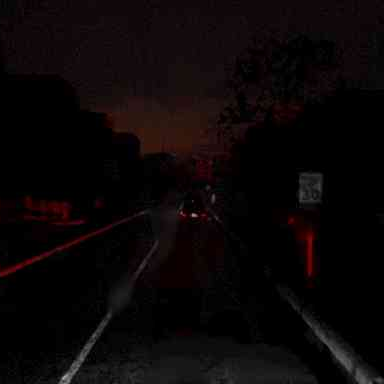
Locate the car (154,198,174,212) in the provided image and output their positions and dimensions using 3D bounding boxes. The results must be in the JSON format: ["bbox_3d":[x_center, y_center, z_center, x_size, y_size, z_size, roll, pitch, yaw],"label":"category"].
[{"bbox_3d":[-3.092,1.442,37.077,1.837,1.490,4.892,0,0,0],"label":"car"}]

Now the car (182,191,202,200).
[{"bbox_3d":[0.103,1.144,41.043,2.150,2.045,5.566,0,-1,0],"label":"car"}]

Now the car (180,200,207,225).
[{"bbox_3d":[0.102,1.507,23.410,2.033,1.411,5.357,0,0,0],"label":"car"}]

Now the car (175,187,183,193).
[{"bbox_3d":[-3.000,-0.361,77.560,1.882,1.535,5.008,0,4,0],"label":"car"}]
